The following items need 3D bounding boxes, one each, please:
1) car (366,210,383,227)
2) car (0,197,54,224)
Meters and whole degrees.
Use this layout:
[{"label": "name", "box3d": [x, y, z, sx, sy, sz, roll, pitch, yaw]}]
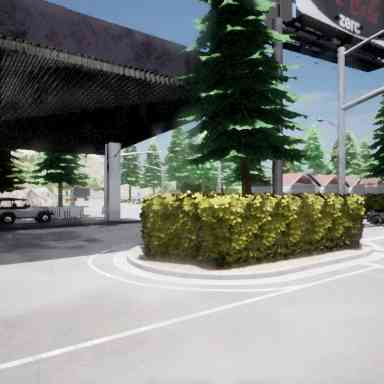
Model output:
[{"label": "car", "box3d": [12.754, 1.468, 19.774, 1.994, 1.385, 4.181, -1, 4, -45]}, {"label": "car", "box3d": [-11.956, 1.313, 23.490, 3.866, 1.878, 1.905, 0, 0, -36]}]
